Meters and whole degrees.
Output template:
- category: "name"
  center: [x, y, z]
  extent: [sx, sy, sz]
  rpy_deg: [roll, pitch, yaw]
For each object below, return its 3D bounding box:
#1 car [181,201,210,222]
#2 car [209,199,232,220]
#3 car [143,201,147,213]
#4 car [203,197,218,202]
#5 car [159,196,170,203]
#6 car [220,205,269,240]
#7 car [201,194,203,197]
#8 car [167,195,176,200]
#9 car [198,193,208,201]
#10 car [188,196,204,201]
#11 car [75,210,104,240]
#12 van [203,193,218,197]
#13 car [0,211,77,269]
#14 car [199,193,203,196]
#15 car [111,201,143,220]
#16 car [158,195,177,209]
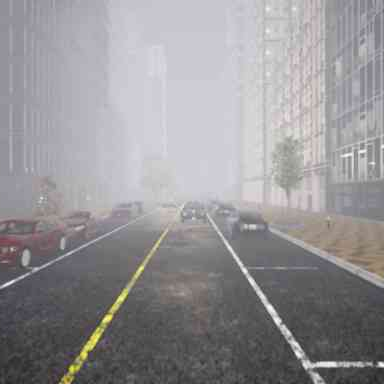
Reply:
- category: "car"
  center: [0.122, 1.604, 25.997]
  extent: [1.895, 1.301, 4.718]
  rpy_deg: [0, 0, 0]
- category: "car"
  center: [2.717, 1.568, 28.249]
  extent: [1.947, 1.339, 4.313]
  rpy_deg: [0, 0, 0]
- category: "car"
  center: [-5.659, 1.567, 33.957]
  extent: [1.947, 1.339, 4.313]
  rpy_deg: [0, 0, 0]
- category: "car"
  center: [2.727, 1.565, 39.633]
  extent: [1.947, 1.339, 4.313]
  rpy_deg: [0, 0, 0]
- category: "car"
  center: [-5.629, 1.526, 68.114]
  extent: [2.008, 1.369, 4.403]
  rpy_deg: [0, 0, 0]
- category: "car"
  center: [2.707, 1.569, 16.865]
  extent: [1.947, 1.339, 4.313]
  rpy_deg: [0, 0, 0]
- category: "car"
  center: [2.737, 1.432, 51.018]
  extent: [1.967, 1.590, 4.097]
  rpy_deg: [0, 0, 0]
- category: "car"
  center: [-5.609, 1.497, 90.883]
  extent: [2.008, 1.369, 4.403]
  rpy_deg: [0, 0, 0]
- category: "car"
  center: [2.768, 1.270, 85.171]
  extent: [2.192, 1.841, 5.009]
  rpy_deg: [0, 0, 0]
- category: "car"
  center: [0.136, 1.561, 42.060]
  extent: [1.994, 1.385, 4.181]
  rpy_deg: [0, 0, 0]
- category: "car"
  center: [-5.674, 1.585, 16.880]
  extent: [1.802, 1.307, 4.206]
  rpy_deg: [0, 0, 0]
- category: "van"
  center: [2.732, 1.337, 45.327]
  extent: [1.690, 1.788, 3.998]
  rpy_deg: [0, 0, 0]
- category: "car"
  center: [-5.679, 1.548, 11.186]
  extent: [1.887, 1.381, 4.507]
  rpy_deg: [0, 0, 0]
- category: "car"
  center: [2.758, 1.284, 73.787]
  extent: [2.192, 1.841, 5.009]
  rpy_deg: [0, 0, 0]
- category: "car"
  center: [-5.664, 1.547, 28.264]
  extent: [1.887, 1.381, 4.507]
  rpy_deg: [0, 0, 0]
- category: "car"
  center: [-3.045, 1.543, 46.100]
  extent: [2.033, 1.411, 5.357]
  rpy_deg: [0, 0, 0]
